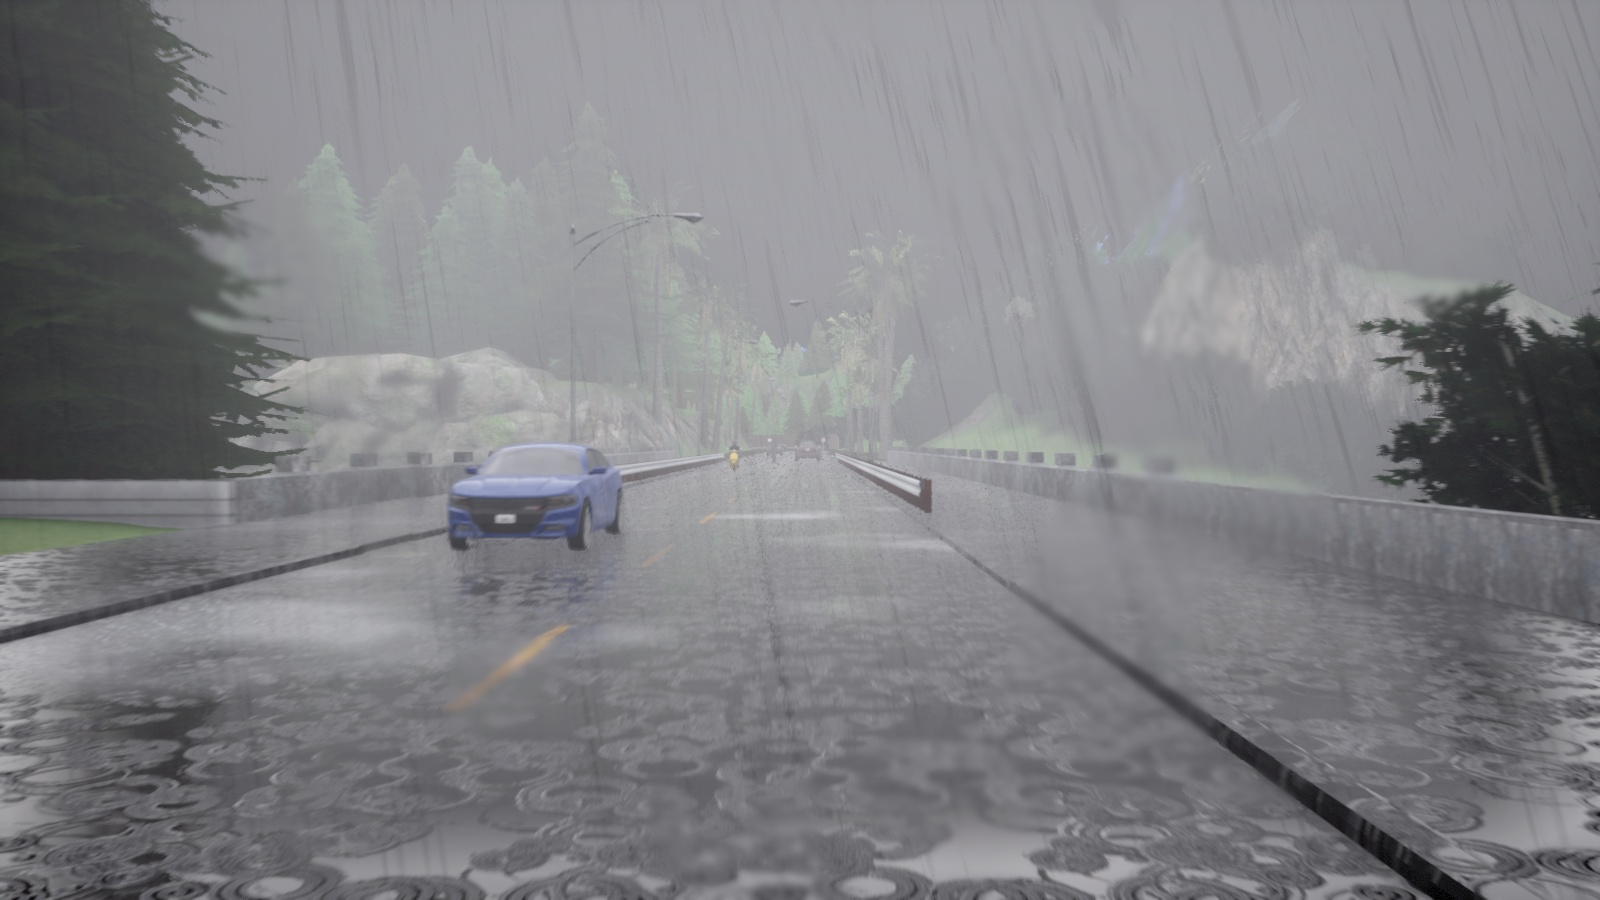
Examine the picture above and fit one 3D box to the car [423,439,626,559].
[{"bbox_3d":[-3.875,0.618,18.575,1.882,1.535,5.008,0,0,0],"label":"car"}]
